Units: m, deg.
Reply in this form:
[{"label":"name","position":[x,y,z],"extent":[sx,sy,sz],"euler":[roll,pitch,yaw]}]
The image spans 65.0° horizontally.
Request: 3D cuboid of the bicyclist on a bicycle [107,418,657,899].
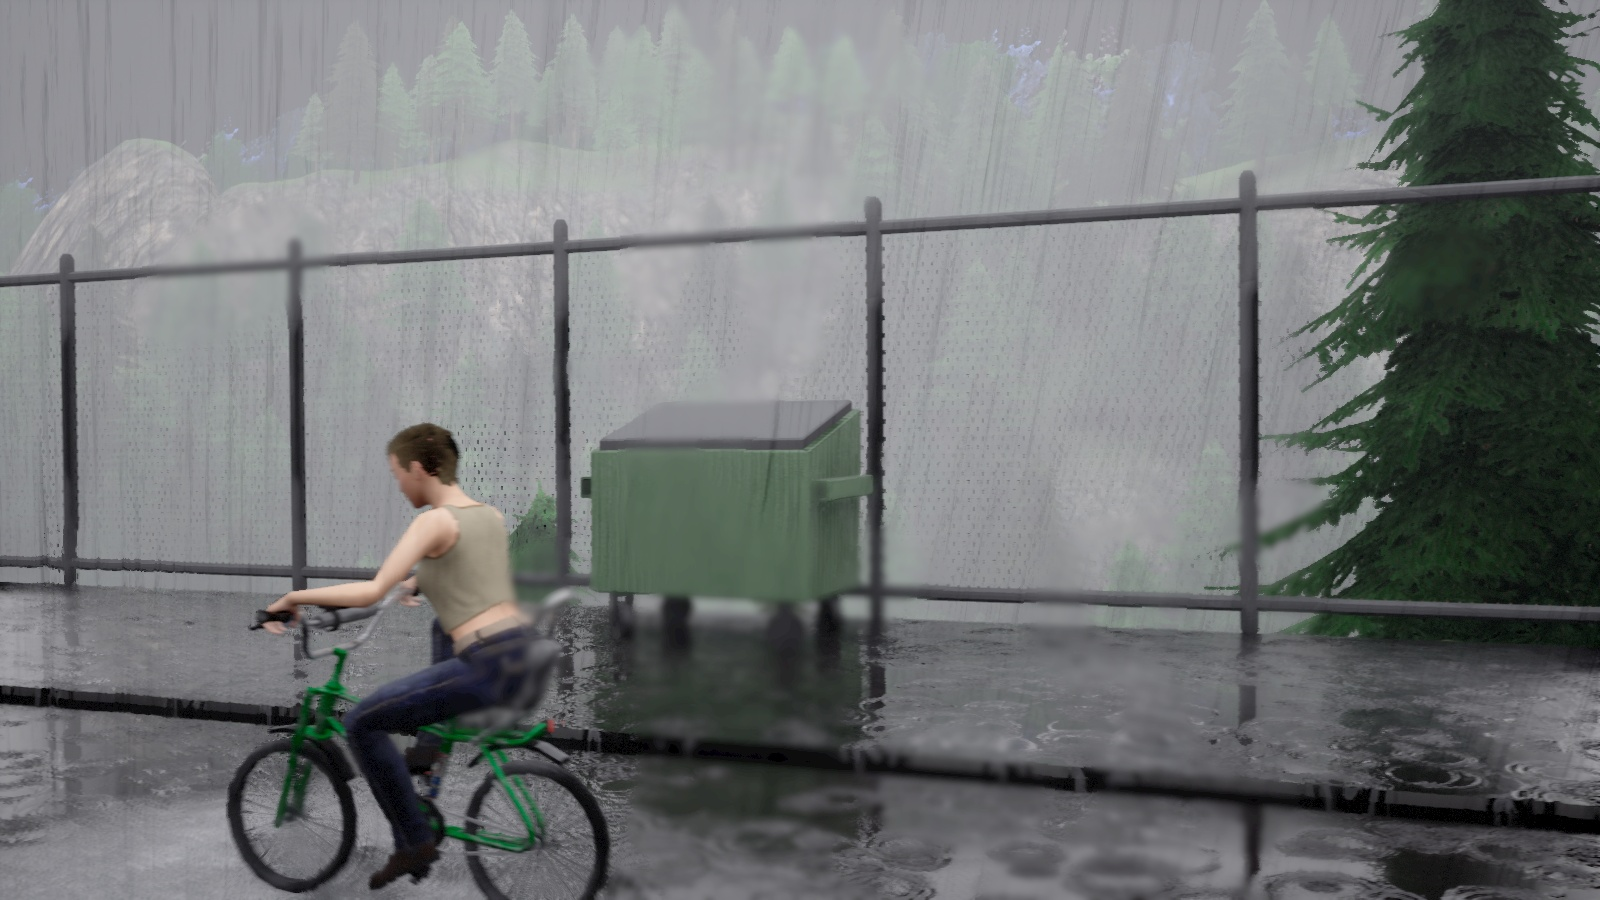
[{"label":"bicyclist on a bicycle","position":[-1.348,0.707,4.166],"extent":[1.509,1.612,0.866],"euler":[0,1,19]}]
